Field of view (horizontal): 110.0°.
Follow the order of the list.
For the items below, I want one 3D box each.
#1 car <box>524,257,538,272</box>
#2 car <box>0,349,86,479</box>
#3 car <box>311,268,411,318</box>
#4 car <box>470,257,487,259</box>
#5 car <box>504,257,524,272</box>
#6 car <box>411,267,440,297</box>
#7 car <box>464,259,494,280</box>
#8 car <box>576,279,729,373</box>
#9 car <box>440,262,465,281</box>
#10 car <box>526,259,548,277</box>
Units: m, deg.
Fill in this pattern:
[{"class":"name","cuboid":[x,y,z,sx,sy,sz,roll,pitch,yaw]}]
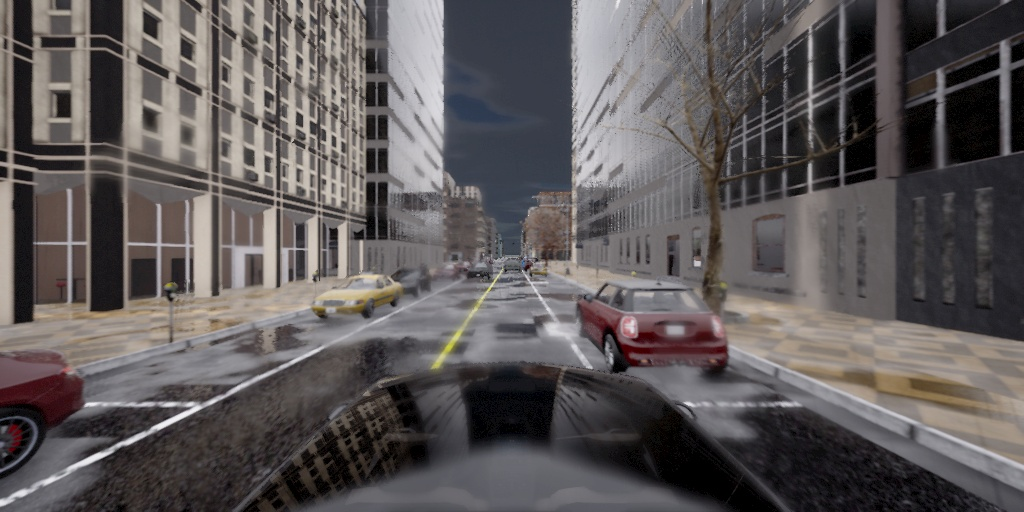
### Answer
[{"class":"car","cuboid":[2.584,1.056,46.394,2.192,1.841,5.009,0,0,0]},{"class":"car","cuboid":[-5.315,1.332,2.018,1.802,1.307,4.207,0,0,0]},{"class":"car","cuboid":[-5.311,1.275,12.943,1.751,1.417,4.829,0,0,0]},{"class":"car","cuboid":[-5.298,1.055,51.946,2.192,1.841,5.009,0,0,0]},{"class":"car","cuboid":[0.114,1.094,44.572,2.097,1.767,4.553,0,0,0]},{"class":"car","cuboid":[-5.310,1.315,18.661,1.948,1.339,4.313,0,0,0]},{"class":"car","cuboid":[-2.740,1.259,31.323,1.882,1.535,5.008,0,0,0]},{"class":"car","cuboid":[2.567,1.189,7.563,1.967,1.591,4.097,0,0,0]},{"class":"car","cuboid":[-5.306,1.329,29.756,1.802,1.307,4.207,0,0,0]},{"class":"car","cuboid":[2.576,1.270,35.471,1.751,1.417,4.829,0,0,0]}]
